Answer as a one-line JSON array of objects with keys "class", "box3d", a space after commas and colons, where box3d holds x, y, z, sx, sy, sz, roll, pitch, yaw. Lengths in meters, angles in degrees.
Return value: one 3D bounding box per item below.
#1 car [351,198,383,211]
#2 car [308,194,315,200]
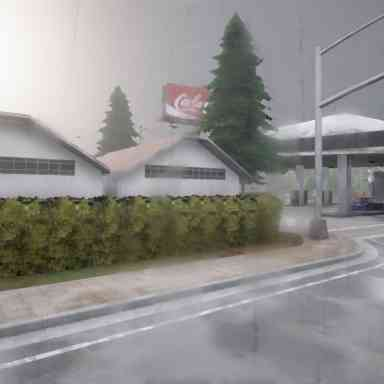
[{"class": "car", "box3d": [20.782, 1.480, 39.342, 4.611, 1.667, 2.242, 0, 0, -36]}, {"class": "car", "box3d": [31.789, 1.330, 88.849, 2.152, 1.636, 5.027, 0, 0, -36]}]
